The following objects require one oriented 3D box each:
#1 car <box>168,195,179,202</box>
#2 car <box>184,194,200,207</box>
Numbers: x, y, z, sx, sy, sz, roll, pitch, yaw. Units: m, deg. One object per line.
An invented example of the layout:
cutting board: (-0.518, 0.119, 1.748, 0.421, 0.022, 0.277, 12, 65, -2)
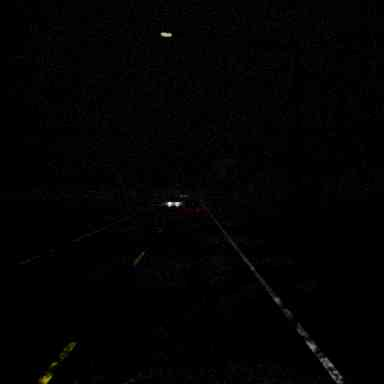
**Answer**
car: (-3.548, 1.318, 64.986, 1.895, 1.301, 4.718, 0, 0, 0)
car: (0.069, 1.322, 47.455, 1.812, 1.442, 4.674, 0, 0, 0)
